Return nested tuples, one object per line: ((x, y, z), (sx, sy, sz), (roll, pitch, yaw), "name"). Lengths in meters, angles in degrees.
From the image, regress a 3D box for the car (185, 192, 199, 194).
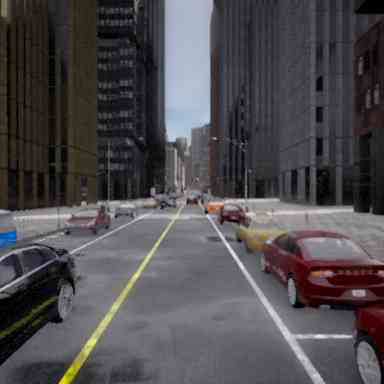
((0.035, 1.364, 72.622), (2.128, 1.511, 4.902), (0, 0, 0), "car")

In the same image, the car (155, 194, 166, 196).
((-5.743, 1.331, 57.513), (2.192, 1.841, 5.009), (0, 0, 0), "car")

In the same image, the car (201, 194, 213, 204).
((2.790, 1.334, 63.022), (2.192, 1.841, 5.009), (0, 0, 0), "car")

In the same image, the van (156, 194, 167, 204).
((-5.739, 1.360, 63.038), (1.690, 1.788, 3.998), (0, 0, 0), "van")

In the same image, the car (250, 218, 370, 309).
((2.778, 1.547, 7.767), (1.887, 1.381, 4.507), (0, 0, 0), "car")

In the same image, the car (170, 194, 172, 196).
((-5.735, 1.547, 68.392), (1.752, 1.417, 4.829), (0, 0, 0), "car")

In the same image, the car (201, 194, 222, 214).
((2.404, 1.362, 35.306), (2.097, 1.767, 4.553), (0, 0, 0), "car")

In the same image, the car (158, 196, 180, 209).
((-3.056, 1.577, 44.688), (1.994, 1.385, 4.181), (0, 0, 0), "car")

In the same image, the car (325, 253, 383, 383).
((2.777, 1.545, 2.242), (1.887, 1.381, 4.507), (0, 0, 0), "car")

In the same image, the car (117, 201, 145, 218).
((-5.759, 1.559, 29.888), (2.008, 1.369, 4.403), (0, 0, 0), "car")

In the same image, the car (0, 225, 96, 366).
((-3.089, 1.493, 4.399), (2.128, 1.511, 4.902), (0, 0, 0), "car")

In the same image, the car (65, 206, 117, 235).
((-5.766, 1.587, 18.838), (1.802, 1.307, 4.206), (0, 0, 0), "car")

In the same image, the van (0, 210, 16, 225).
((-5.773, 1.343, 7.788), (1.690, 1.788, 3.998), (0, 0, 0), "van")

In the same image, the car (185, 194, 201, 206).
((0.042, 1.498, 55.721), (1.882, 1.535, 5.008), (0, 0, 0), "car")

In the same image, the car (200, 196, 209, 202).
((2.794, 1.570, 74.072), (1.887, 1.381, 4.507), (0, 0, 0), "car")

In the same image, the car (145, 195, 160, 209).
((-5.749, 1.538, 46.293), (1.752, 1.417, 4.829), (0, 0, 0), "car")

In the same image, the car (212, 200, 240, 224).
((2.782, 1.551, 24.344), (1.887, 1.381, 4.507), (0, 0, 0), "car")

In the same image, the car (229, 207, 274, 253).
((2.779, 1.529, 13.462), (1.752, 1.417, 4.829), (0, 0, 0), "car")
